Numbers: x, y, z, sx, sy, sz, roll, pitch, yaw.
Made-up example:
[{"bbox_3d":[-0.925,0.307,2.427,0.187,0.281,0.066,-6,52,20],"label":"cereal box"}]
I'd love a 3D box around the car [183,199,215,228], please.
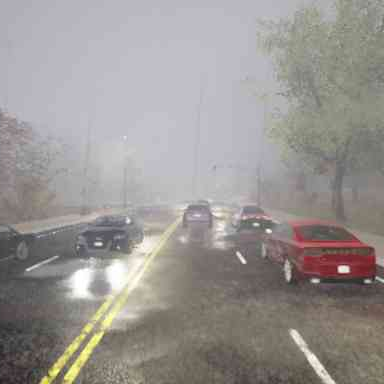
[{"bbox_3d":[0.418,1.524,23.025,2.033,1.649,4.856,0,0,2],"label":"car"}]

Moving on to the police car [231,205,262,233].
[{"bbox_3d":[3.551,1.596,20.576,2.038,1.542,4.974,0,0,2],"label":"police car"}]

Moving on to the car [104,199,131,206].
[{"bbox_3d":[-13.589,1.963,60.445,4.718,1.301,1.895,-1,-1,13],"label":"car"}]

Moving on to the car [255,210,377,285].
[{"bbox_3d":[3.312,1.526,9.653,1.882,1.535,5.008,0,0,1],"label":"car"}]

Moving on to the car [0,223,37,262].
[{"bbox_3d":[-6.536,1.632,9.709,1.895,1.301,4.718,0,0,1],"label":"car"}]

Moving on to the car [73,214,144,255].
[{"bbox_3d":[-3.207,1.617,13.489,1.994,1.385,4.181,0,0,1],"label":"car"}]

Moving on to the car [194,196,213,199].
[{"bbox_3d":[1.257,1.635,40.448,1.882,1.535,5.008,0,0,4],"label":"car"}]
